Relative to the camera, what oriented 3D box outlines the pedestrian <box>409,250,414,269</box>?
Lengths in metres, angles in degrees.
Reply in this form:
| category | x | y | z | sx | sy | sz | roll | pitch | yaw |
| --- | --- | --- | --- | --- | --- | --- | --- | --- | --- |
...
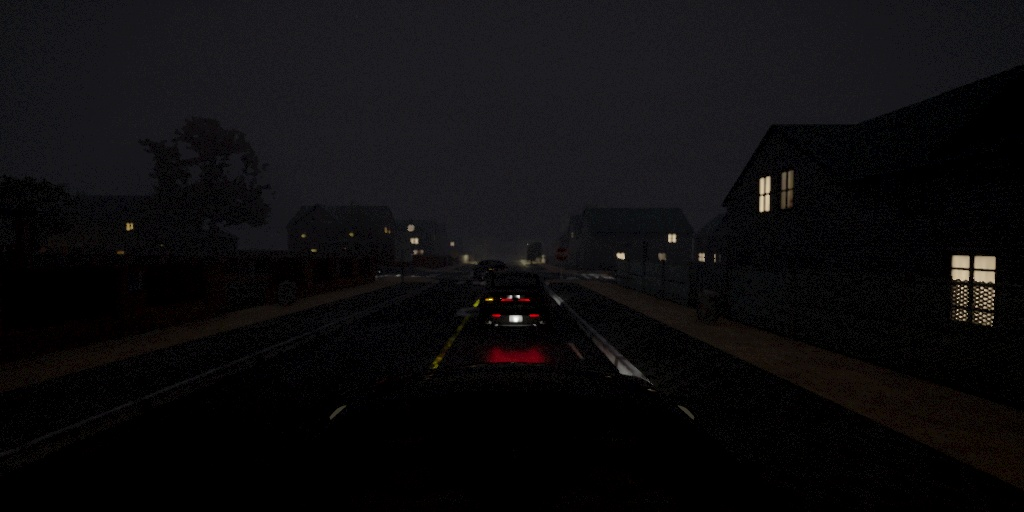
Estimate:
| category | x | y | z | sx | sy | sz | roll | pitch | yaw |
| --- | --- | --- | --- | --- | --- | --- | --- | --- | --- |
| pedestrian | -9.745 | 0.306 | 34.638 | 0.375 | 1.860 | 0.375 | 0 | 1 | 1 |

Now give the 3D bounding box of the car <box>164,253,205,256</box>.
| category | x | y | z | sx | sy | sz | roll | pitch | yaw |
| --- | --- | --- | --- | --- | --- | --- | --- | --- | --- |
| car | -25.936 | 0.520 | 29.016 | 4.892 | 1.490 | 1.837 | 3 | 2 | 1 |

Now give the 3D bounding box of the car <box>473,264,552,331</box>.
| category | x | y | z | sx | sy | sz | roll | pitch | yaw |
| --- | --- | --- | --- | --- | --- | --- | --- | --- | --- |
| car | 0.083 | 1.169 | 10.672 | 1.837 | 1.490 | 4.892 | 0 | 1 | 0 |

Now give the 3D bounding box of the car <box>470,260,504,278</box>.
| category | x | y | z | sx | sy | sz | roll | pitch | yaw |
| --- | --- | --- | --- | --- | --- | --- | --- | --- | --- |
| car | -1.737 | 1.031 | 26.929 | 1.837 | 1.490 | 4.892 | 1 | 1 | -22 |

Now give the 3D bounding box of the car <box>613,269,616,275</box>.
| category | x | y | z | sx | sy | sz | roll | pitch | yaw |
| --- | --- | --- | --- | --- | --- | --- | --- | --- | --- |
| car | 11.774 | 1.261 | 31.461 | 5.357 | 1.411 | 2.033 | 1 | 2 | 1 |

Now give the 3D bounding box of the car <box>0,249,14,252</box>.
| category | x | y | z | sx | sy | sz | roll | pitch | yaw |
| --- | --- | --- | --- | --- | --- | --- | --- | --- | --- |
| car | -45.212 | 0.095 | 32.178 | 5.357 | 1.411 | 2.033 | 1 | 2 | 1 |

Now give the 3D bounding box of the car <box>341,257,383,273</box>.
| category | x | y | z | sx | sy | sz | roll | pitch | yaw |
| --- | --- | --- | --- | --- | --- | --- | --- | --- | --- |
| car | -13.298 | 0.828 | 28.841 | 5.357 | 1.411 | 2.033 | 1 | 2 | 1 |
